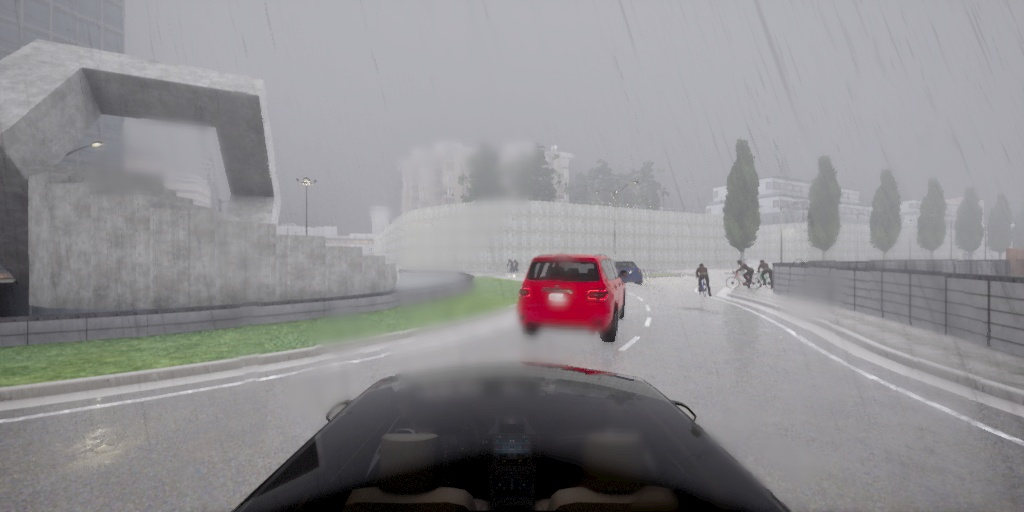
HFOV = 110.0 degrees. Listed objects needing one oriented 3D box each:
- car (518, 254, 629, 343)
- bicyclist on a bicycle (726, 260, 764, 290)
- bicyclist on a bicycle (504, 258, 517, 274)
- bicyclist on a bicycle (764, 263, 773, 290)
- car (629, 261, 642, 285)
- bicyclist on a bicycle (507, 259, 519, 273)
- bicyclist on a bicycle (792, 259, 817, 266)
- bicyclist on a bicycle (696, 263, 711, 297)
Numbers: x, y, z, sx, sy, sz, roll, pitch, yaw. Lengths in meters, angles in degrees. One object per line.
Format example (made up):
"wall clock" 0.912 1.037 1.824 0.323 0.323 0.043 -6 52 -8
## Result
"car" 1.918 0.969 10.019 2.150 2.045 5.566 0 0 21
"bicyclist on a bicycle" 12.736 1.044 19.780 1.656 1.620 0.582 0 0 32
"bicyclist on a bicycle" -0.141 1.119 41.971 0.582 1.620 1.656 0 9 34
"bicyclist on a bicycle" 14.186 1.046 20.199 0.582 1.620 1.656 0 0 5
"car" 7.236 1.091 25.515 2.097 1.767 4.553 0 0 -12
"bicyclist on a bicycle" 0.390 1.156 41.643 0.582 1.620 1.656 11 12 35
"bicyclist on a bicycle" 16.275 0.815 20.122 0.582 1.656 1.620 27 -12 -2
"bicyclist on a bicycle" 9.513 1.196 17.927 0.582 1.620 1.656 0 0 15
